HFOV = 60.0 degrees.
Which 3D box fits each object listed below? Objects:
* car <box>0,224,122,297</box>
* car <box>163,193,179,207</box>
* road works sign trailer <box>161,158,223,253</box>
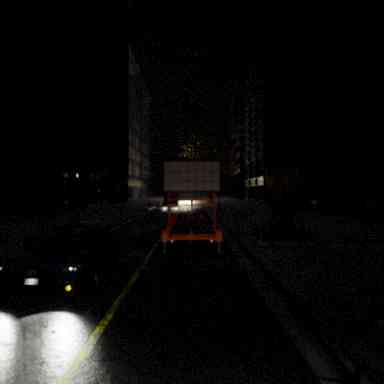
[{"bbox_3d":[-3.102,1.541,8.418,1.994,1.385,4.181,0,0,0],"label":"car"},{"bbox_3d":[-3.084,1.084,49.467,2.150,2.045,5.566,0,0,0],"label":"car"},{"bbox_3d":[-0.001,0.427,13.517,2.380,3.560,2.880,0,0,0],"label":"road works sign trailer"}]
